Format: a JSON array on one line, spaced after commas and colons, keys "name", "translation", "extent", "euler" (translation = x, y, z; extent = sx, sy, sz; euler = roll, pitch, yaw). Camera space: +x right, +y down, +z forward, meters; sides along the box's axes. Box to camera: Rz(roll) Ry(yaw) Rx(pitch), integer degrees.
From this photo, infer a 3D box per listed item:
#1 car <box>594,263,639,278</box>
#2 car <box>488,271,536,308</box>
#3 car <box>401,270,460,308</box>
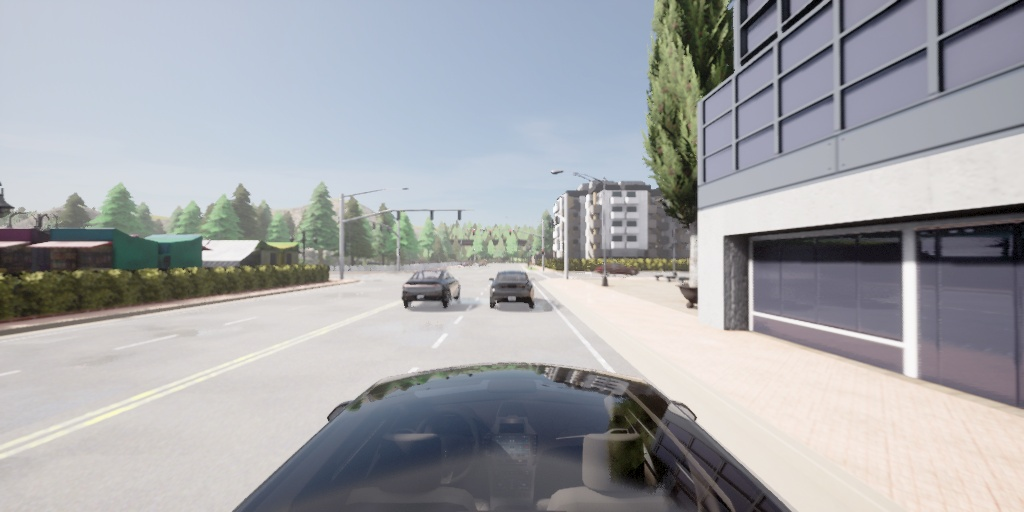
[{"name": "car", "translation": [11.170, 1.464, 38.247], "extent": [4.674, 1.442, 1.812], "euler": [0, -1, -3]}, {"name": "car", "translation": [0.005, 1.394, 16.155], "extent": [1.837, 1.490, 4.892], "euler": [0, 0, 0]}, {"name": "car", "translation": [-3.495, 1.379, 16.145], "extent": [2.128, 1.511, 4.902], "euler": [0, 0, 0]}]
